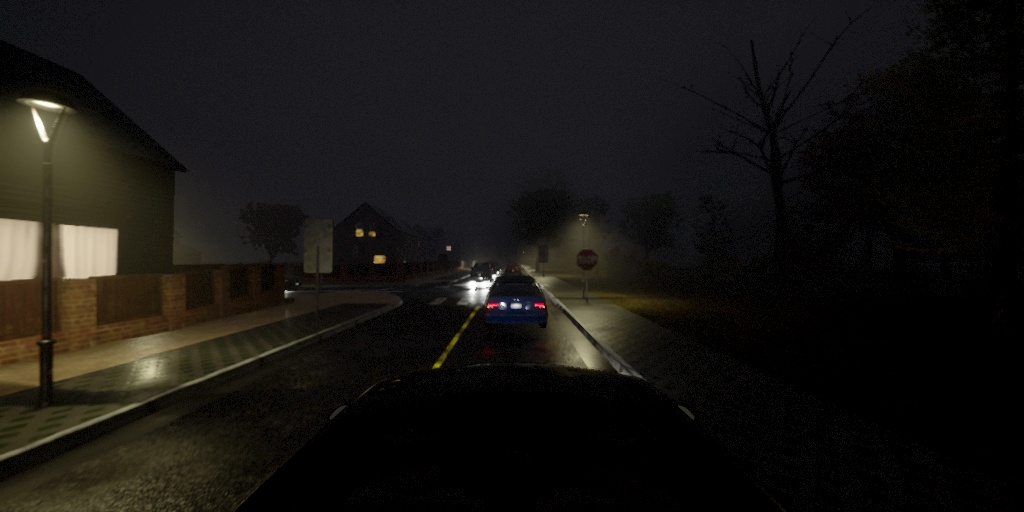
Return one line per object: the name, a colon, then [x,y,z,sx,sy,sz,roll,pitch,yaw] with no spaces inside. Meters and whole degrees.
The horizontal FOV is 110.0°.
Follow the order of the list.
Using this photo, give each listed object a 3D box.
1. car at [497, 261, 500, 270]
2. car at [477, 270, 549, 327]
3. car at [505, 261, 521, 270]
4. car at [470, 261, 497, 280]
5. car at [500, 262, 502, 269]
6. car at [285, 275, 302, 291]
car: [-2.814,1.466,43.922,1.837,1.490,4.892,0,0,0]
car: [0.100,1.338,11.701,2.033,1.411,5.357,0,0,0]
car: [0.130,1.482,43.227,1.812,1.442,4.674,0,0,0]
car: [-2.832,1.393,33.815,2.128,1.511,4.902,0,0,0]
car: [-2.794,1.533,54.136,1.837,1.490,4.892,0,0,0]
car: [-14.781,1.356,20.877,4.674,1.442,1.812,0,-2,2]
